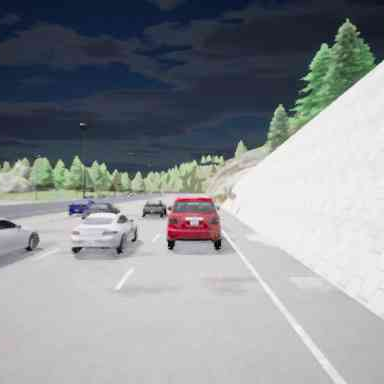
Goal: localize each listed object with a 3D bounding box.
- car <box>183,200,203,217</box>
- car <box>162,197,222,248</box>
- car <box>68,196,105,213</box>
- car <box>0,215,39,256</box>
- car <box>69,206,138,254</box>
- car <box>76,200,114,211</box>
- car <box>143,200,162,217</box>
[{"bbox_3d":[0.095,1.544,31.975,1.812,1.442,4.674,0,0,0],"label":"car"},{"bbox_3d":[0.091,1.230,14.842,2.150,2.045,5.566,0,0,0],"label":"car"},{"bbox_3d":[-10.405,1.497,32.512,1.882,1.535,5.008,0,0,0],"label":"car"},{"bbox_3d":[-6.918,1.532,11.097,1.812,1.442,4.674,0,0,0],"label":"car"},{"bbox_3d":[-3.414,1.533,13.482,1.812,1.442,4.674,0,0,0],"label":"car"},{"bbox_3d":[-6.916,1.563,25.895,2.033,1.411,5.357,0,0,0],"label":"car"},{"bbox_3d":[-3.407,1.510,30.951,2.128,1.511,4.902,0,0,0],"label":"car"}]
